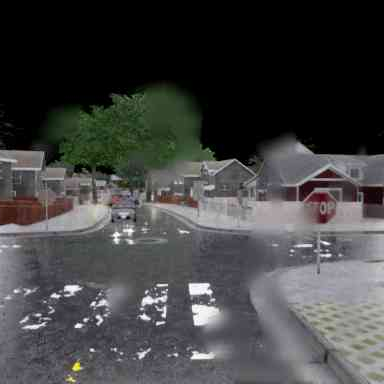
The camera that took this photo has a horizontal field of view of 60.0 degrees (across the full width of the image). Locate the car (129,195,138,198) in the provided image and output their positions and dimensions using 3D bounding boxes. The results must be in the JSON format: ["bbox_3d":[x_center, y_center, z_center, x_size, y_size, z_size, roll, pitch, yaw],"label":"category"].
[{"bbox_3d":[-10.195,1.325,56.233,2.097,1.767,4.553,0,0,-17],"label":"car"}]

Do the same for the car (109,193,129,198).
[{"bbox_3d":[-11.544,1.216,51.273,2.150,2.045,5.566,0,0,-17],"label":"car"}]

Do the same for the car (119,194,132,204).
[{"bbox_3d":[-13.132,1.325,65.759,2.097,1.767,4.553,0,0,-16],"label":"car"}]

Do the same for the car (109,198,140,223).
[{"bbox_3d":[-5.288,1.490,26.040,2.128,1.511,4.902,0,0,-10],"label":"car"}]
